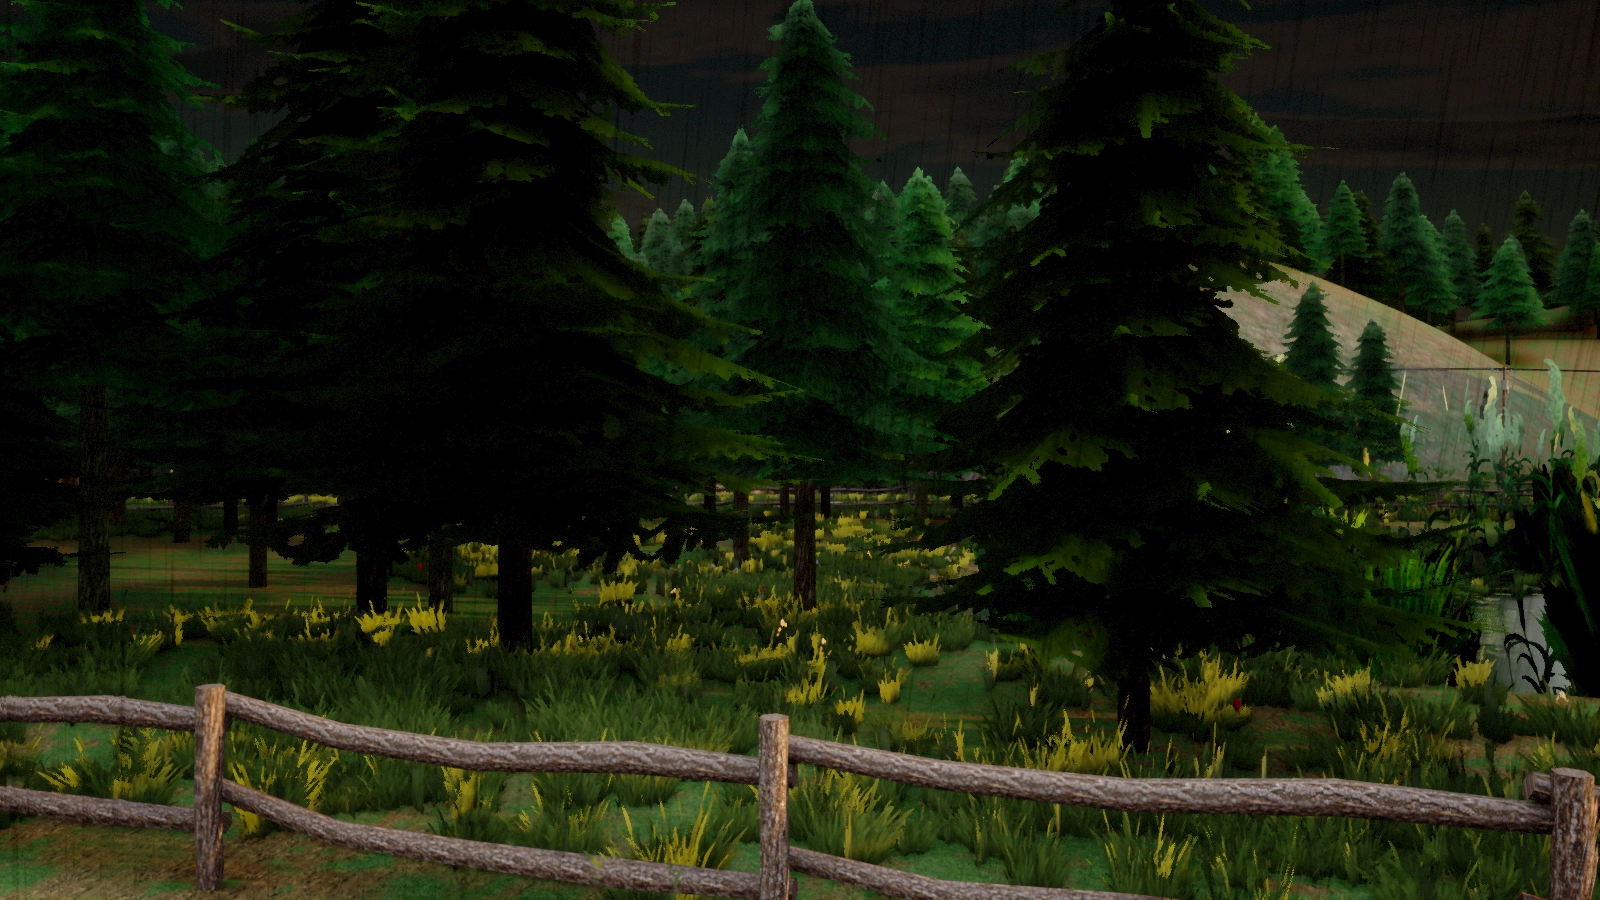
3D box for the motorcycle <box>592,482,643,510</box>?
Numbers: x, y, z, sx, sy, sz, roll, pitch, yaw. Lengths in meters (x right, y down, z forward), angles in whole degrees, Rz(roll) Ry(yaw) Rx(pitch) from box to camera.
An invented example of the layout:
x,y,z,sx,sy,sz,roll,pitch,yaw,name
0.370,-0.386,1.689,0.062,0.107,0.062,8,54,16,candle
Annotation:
x,y,z,sx,sy,sz,roll,pitch,yaw,name
-8.654,2.178,54.114,2.209,1.251,0.867,0,0,14,motorcycle
